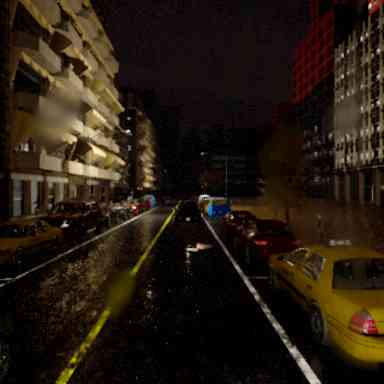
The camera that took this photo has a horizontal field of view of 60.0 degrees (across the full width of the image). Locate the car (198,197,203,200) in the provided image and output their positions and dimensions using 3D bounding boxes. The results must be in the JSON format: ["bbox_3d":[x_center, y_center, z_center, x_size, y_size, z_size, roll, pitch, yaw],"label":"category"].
[{"bbox_3d":[2.049,1.600,39.108,1.947,1.339,4.313,-1,0,-1],"label":"car"}]

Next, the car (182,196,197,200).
[{"bbox_3d":[-0.637,1.557,45.143,1.837,1.490,4.892,0,-1,-1],"label":"car"}]

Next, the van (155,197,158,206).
[{"bbox_3d":[-6.517,1.427,50.021,1.690,1.788,3.998,-1,0,-1],"label":"van"}]

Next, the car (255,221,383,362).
[{"bbox_3d":[2.598,1.520,6.122,1.752,1.417,4.829,-1,0,-1],"label":"car"}]

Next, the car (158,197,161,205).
[{"bbox_3d":[-6.607,1.678,55.545,1.802,1.307,4.206,-1,0,-1],"label":"car"}]

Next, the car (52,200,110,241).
[{"bbox_3d":[-5.965,1.352,16.865,2.192,1.841,5.009,-1,0,-1],"label":"car"}]

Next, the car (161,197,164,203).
[{"bbox_3d":[-6.699,1.689,61.071,1.802,1.307,4.206,-1,0,-1],"label":"car"}]

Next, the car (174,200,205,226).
[{"bbox_3d":[-0.279,1.547,23.571,1.812,1.442,4.674,0,0,-1],"label":"car"}]

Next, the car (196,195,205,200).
[{"bbox_3d":[1.955,1.484,44.633,1.967,1.590,4.097,-1,0,-1],"label":"car"}]

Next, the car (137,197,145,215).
[{"bbox_3d":[-6.239,1.498,33.441,1.967,1.590,4.097,-1,0,-1],"label":"car"}]

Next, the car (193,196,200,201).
[{"bbox_3d":[1.220,1.684,88.840,1.887,1.381,4.507,-1,0,-1],"label":"car"}]

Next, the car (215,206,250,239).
[{"bbox_3d":[2.417,1.587,17.004,1.802,1.307,4.206,-1,0,-1],"label":"car"}]

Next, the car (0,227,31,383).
[{"bbox_3d":[-3.118,1.366,1.986,2.097,1.767,4.553,0,0,-1],"label":"car"}]

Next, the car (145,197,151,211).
[{"bbox_3d":[-6.330,1.632,38.968,1.947,1.339,4.313,-1,0,-1],"label":"car"}]

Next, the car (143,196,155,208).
[{"bbox_3d":[-6.423,1.620,44.494,1.887,1.381,4.507,-1,0,-1],"label":"car"}]

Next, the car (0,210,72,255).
[{"bbox_3d":[-5.868,1.557,11.169,1.752,1.417,4.829,-1,0,-1],"label":"car"}]

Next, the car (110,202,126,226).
[{"bbox_3d":[-6.054,1.594,22.391,2.008,1.369,4.403,-1,0,-1],"label":"car"}]

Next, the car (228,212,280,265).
[{"bbox_3d":[2.509,1.582,11.479,1.802,1.307,4.206,-1,0,-1],"label":"car"}]

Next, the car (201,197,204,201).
[{"bbox_3d":[2.138,1.551,33.751,1.752,1.417,4.829,-1,0,-1],"label":"car"}]

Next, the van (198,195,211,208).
[{"bbox_3d":[1.862,1.395,50.160,1.690,1.788,3.998,-1,0,-1],"label":"van"}]

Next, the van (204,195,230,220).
[{"bbox_3d":[2.231,1.359,28.056,1.690,1.788,3.998,-1,0,-1],"label":"van"}]

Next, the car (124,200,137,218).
[{"bbox_3d":[-6.146,1.601,27.917,2.008,1.369,4.403,-1,0,-1],"label":"car"}]

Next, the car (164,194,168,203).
[{"bbox_3d":[-6.883,1.697,72.123,1.947,1.339,4.313,-1,0,-1],"label":"car"}]
